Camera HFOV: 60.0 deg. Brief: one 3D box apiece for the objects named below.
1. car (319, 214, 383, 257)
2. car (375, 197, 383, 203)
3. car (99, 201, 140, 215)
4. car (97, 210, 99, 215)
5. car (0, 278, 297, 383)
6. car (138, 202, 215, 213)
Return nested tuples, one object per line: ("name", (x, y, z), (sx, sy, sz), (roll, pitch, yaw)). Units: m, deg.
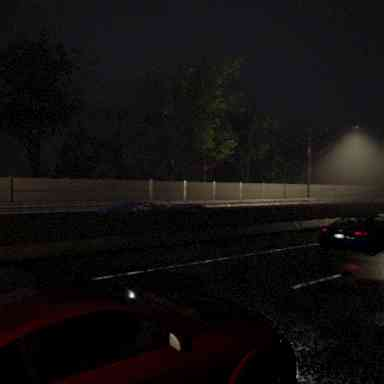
("car", (6.897, 1.553, 13.102), (4.181, 1.385, 1.994), (0, 0, -36))
("car", (30.670, 1.451, 52.209), (5.008, 1.535, 1.882), (0, 0, -36))
("car", (-3.527, 1.482, 23.084), (4.902, 1.511, 2.128), (0, 0, -36))
("car", (-4.967, 1.468, 26.364), (5.008, 1.535, 1.882), (0, 0, -36))
("car", (-0.934, 1.562, 3.090), (4.181, 1.385, 1.994), (0, 0, -36))
("car", (-0.588, 1.495, 20.894), (4.892, 1.490, 1.837), (0, 0, -36))
